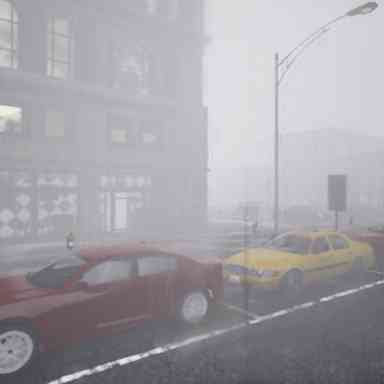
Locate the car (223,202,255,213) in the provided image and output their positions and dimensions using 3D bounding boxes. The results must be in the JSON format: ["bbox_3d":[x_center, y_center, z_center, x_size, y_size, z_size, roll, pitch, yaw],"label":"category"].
[{"bbox_3d":[6.685,2.223,47.565,2.008,1.369,4.403,-1,0,-37],"label":"car"}]

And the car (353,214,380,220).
[{"bbox_3d":[7.542,1.665,11.959,4.507,1.381,1.887,1,-1,-36],"label":"car"}]

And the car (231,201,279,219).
[{"bbox_3d":[6.702,1.850,33.535,2.192,1.841,5.009,-1,0,-37],"label":"car"}]

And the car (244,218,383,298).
[{"bbox_3d":[2.893,1.593,8.637,4.829,1.417,1.752,1,-1,-36],"label":"car"}]

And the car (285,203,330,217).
[{"bbox_3d":[13.324,2.065,38.623,1.752,1.417,4.829,-1,0,-37],"label":"car"}]

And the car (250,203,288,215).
[{"bbox_3d":[9.954,2.133,43.162,1.752,1.417,4.829,-1,0,-37],"label":"car"}]

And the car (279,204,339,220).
[{"bbox_3d":[10.074,1.908,28.996,1.967,1.590,4.097,-1,0,-37],"label":"car"}]

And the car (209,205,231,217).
[{"bbox_3d":[3.335,2.153,38.074,2.008,1.369,4.403,-1,0,-37],"label":"car"}]

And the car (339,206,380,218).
[{"bbox_3d":[16.797,2.037,33.946,1.947,1.339,4.313,-1,0,-37],"label":"car"}]

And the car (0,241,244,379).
[{"bbox_3d":[-1.478,1.563,5.511,4.507,1.381,1.887,1,-1,-36],"label":"car"}]
